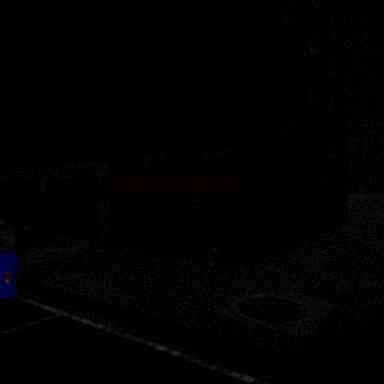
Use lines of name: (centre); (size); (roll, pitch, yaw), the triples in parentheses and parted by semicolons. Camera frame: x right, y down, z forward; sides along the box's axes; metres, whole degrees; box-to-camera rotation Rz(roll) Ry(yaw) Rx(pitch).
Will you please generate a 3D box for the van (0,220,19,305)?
van: (-5.215, 1.368, 6.804); (3.998, 1.788, 1.690); (0, 0, 36)
